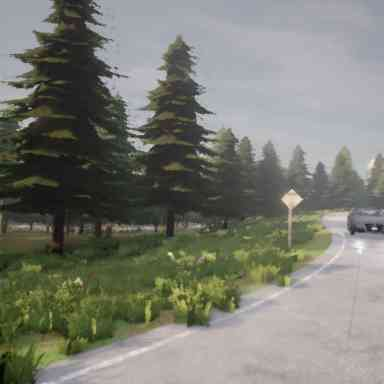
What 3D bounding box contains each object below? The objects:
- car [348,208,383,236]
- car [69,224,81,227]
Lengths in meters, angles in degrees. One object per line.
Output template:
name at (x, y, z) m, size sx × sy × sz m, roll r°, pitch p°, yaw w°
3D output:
car at (9.522, 1.559, 17.867) m, size 1.994 × 1.385 × 4.181 m, roll 2°, pitch 1°, yaw 22°
car at (-29.066, 8.424, 84.550) m, size 4.193 × 1.474 × 1.816 m, roll 4°, pitch 2°, yaw -13°
